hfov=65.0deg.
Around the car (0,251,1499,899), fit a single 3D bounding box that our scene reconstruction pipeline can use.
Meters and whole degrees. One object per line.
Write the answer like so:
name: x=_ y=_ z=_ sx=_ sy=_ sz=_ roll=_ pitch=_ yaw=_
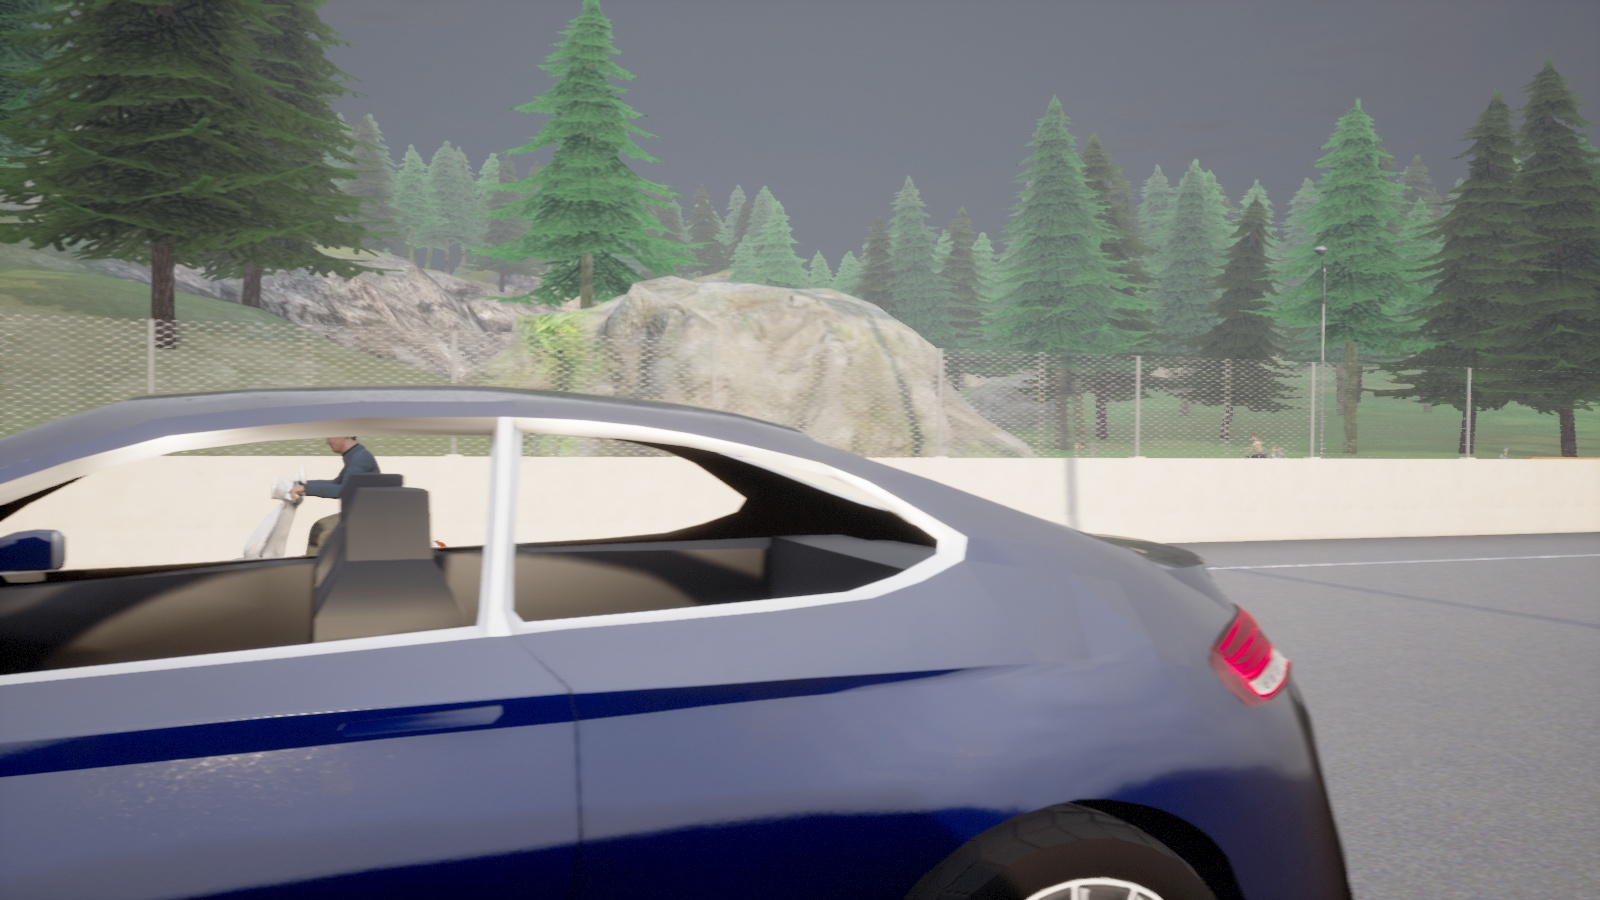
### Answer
car: x=-1.259 y=0.545 z=2.758 sx=5.027 sy=1.651 sz=2.152 roll=-1 pitch=1 yaw=-21
